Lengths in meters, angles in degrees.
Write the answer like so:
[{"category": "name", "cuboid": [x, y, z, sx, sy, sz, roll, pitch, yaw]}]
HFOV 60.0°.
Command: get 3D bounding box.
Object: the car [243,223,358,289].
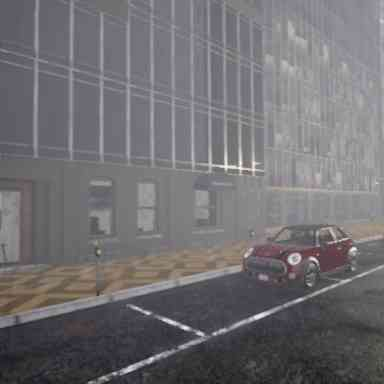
[{"category": "car", "cuboid": [3.334, 1.732, 10.047, 4.097, 1.590, 1.967, 1, -2, -43]}]
